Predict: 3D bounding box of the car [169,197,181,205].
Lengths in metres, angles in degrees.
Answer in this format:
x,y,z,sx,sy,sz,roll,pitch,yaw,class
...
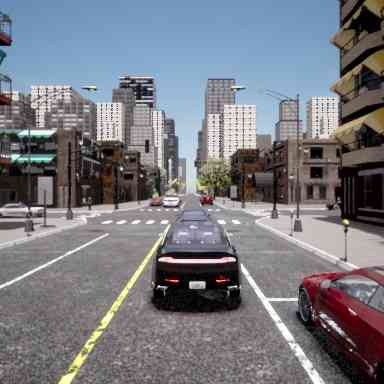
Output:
x,y,z,sx,sy,sz,roll,pitch,yaw,class
-3.091,1.616,60.541,1.994,1.385,4.181,0,0,0,car

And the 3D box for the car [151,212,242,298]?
x,y,z,sx,sy,sz,roll,pitch,yaw,class
0.097,1.494,8.515,2.128,1.511,4.902,0,0,0,car

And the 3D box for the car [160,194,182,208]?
x,y,z,sx,sy,sz,roll,pitch,yaw,class
-3.106,1.259,50.490,2.150,2.045,5.566,0,0,0,car

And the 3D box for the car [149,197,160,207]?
x,y,z,sx,sy,sz,roll,pitch,yaw,class
-5.799,1.586,53.431,1.887,1.381,4.507,0,0,0,car

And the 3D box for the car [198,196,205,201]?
x,y,z,sx,sy,sz,roll,pitch,yaw,class
2.653,1.696,92.107,1.802,1.307,4.206,0,0,0,car

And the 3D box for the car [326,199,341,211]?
x,y,z,sx,sy,sz,roll,pitch,yaw,class
17.473,1.378,37.761,4.313,1.339,1.947,-1,0,0,car

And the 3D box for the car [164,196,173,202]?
x,y,z,sx,sy,sz,roll,pitch,yaw,class
-5.722,1.671,81.054,1.802,1.307,4.206,0,0,0,car

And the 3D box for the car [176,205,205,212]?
x,y,z,sx,sy,sz,roll,pitch,yaw,class
0.094,1.572,17.377,1.994,1.385,4.181,0,0,0,car

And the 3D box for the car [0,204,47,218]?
x,y,z,sx,sy,sz,roll,pitch,yaw,class
-16.577,1.791,31.945,4.718,1.301,1.895,-1,0,0,car

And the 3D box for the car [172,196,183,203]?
x,y,z,sx,sy,sz,roll,pitch,yaw,class
-3.029,1.609,70.873,2.033,1.411,5.357,0,0,0,car

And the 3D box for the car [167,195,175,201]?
x,y,z,sx,sy,sz,roll,pitch,yaw,class
-5.727,1.639,91.934,1.752,1.417,4.829,0,0,0,car

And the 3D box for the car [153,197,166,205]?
x,y,z,sx,sy,sz,roll,pitch,yaw,class
-5.713,1.616,58.952,1.947,1.339,4.313,0,0,0,car

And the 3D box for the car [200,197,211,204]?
x,y,z,sx,sy,sz,roll,pitch,yaw,class
2.665,1.624,64.482,1.947,1.339,4.313,0,0,0,car

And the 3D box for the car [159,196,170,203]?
x,y,z,sx,sy,sz,roll,pitch,yaw,class
-5.717,1.593,69.833,1.752,1.417,4.829,0,0,0,car

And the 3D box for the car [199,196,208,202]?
x,y,z,sx,sy,sz,roll,pitch,yaw,class
2.660,1.644,75.533,1.947,1.339,4.313,0,0,0,car

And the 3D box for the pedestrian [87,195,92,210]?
x,y,z,sx,sy,sz,roll,pitch,yaw,class
-12.528,1.311,40.686,0.375,1.860,0.375,0,0,0,pedestrian

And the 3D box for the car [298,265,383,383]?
x,y,z,sx,sy,sz,roll,pitch,yaw,class
2.690,1.583,4.204,1.802,1.307,4.206,0,0,0,car

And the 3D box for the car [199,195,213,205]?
x,y,z,sx,sy,sz,roll,pitch,yaw,class
2.668,1.365,58.956,2.192,1.841,5.009,0,0,0,car

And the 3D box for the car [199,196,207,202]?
x,y,z,sx,sy,sz,roll,pitch,yaw,class
2.658,1.640,81.058,2.008,1.369,4.403,0,0,0,car
